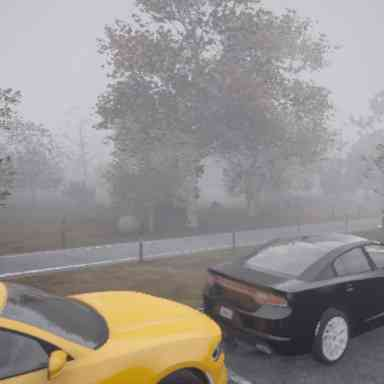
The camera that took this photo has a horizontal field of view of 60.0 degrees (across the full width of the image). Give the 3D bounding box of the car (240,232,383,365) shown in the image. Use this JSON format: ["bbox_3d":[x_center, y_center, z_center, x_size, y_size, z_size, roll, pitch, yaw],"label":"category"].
[{"bbox_3d":[2.533,1.465,5.862,5.008,1.535,2.097,-1,0,-33],"label":"car"}]

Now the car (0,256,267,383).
[{"bbox_3d":[-1.983,1.490,2.641,5.008,1.535,2.097,-1,0,-33],"label":"car"}]
